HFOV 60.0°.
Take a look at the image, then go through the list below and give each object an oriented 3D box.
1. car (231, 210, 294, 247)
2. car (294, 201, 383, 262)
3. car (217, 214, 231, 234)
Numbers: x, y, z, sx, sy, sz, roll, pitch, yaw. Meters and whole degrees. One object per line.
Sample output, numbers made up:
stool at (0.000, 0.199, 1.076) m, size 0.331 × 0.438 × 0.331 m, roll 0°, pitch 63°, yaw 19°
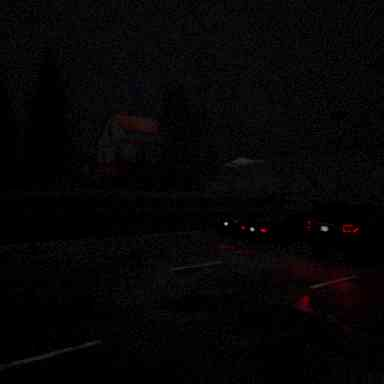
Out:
car at (4.645, 1.689, 15.768) m, size 5.357 × 1.411 × 2.033 m, roll 1°, pitch 0°, yaw -35°
car at (6.733, 1.367, 12.958) m, size 5.566 × 2.045 × 2.150 m, roll 0°, pitch 0°, yaw -35°
car at (3.504, 1.718, 19.245) m, size 4.181 × 1.385 × 1.994 m, roll 1°, pitch 0°, yaw -35°
